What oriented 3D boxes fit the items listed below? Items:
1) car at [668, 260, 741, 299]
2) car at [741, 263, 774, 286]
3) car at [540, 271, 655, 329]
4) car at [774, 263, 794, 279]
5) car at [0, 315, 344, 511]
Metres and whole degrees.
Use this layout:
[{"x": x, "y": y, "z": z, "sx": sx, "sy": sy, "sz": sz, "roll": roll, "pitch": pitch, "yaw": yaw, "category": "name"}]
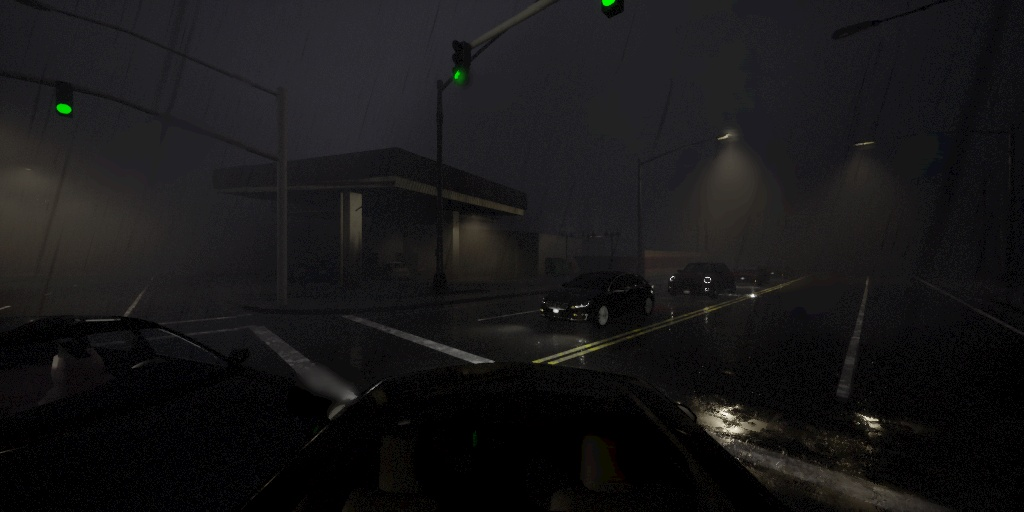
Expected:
[{"x": 9.775, "y": 1.102, "z": 18.375, "sx": 4.553, "sy": 1.767, "sz": 2.097, "roll": 0, "pitch": 0, "yaw": -45, "category": "car"}, {"x": 16.722, "y": 1.314, "z": 25.265, "sx": 1.994, "sy": 1.385, "sz": 4.181, "roll": 0, "pitch": 0, "yaw": 44, "category": "car"}, {"x": 2.916, "y": 1.255, "z": 11.550, "sx": 1.837, "sy": 1.490, "sz": 4.892, "roll": 0, "pitch": 0, "yaw": 45, "category": "car"}, {"x": 23.877, "y": 1.314, "z": 32.297, "sx": 4.181, "sy": 1.385, "sz": 1.994, "roll": 0, "pitch": 0, "yaw": -44, "category": "car"}, {"x": -3.413, "y": 1.242, "z": 2.551, "sx": 4.902, "sy": 1.511, "sz": 2.128, "roll": 0, "pitch": 0, "yaw": 15, "category": "car"}]
